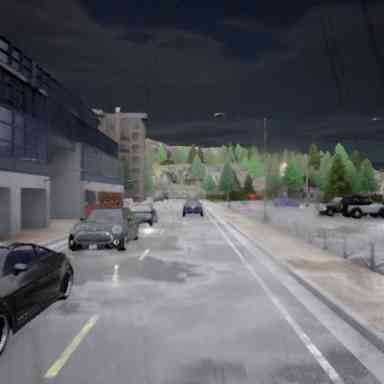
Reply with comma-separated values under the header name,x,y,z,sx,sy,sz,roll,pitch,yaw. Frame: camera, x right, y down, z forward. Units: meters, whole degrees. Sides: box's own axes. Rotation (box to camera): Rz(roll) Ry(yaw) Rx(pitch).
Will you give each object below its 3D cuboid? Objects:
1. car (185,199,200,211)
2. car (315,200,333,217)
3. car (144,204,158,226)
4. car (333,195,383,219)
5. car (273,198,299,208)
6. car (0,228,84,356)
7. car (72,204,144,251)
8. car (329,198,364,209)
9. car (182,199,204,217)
name,x,y,z,sx,sy,sz,roll,pitch,yaw
car,0.065,1.765,45.052,2.033,1.411,5.357,0,0,0
car,13.736,1.256,30.282,4.605,1.855,1.932,0,0,0
car,-3.589,1.643,24.484,1.812,1.442,4.674,0,0,0
car,14.150,1.222,27.376,3.866,1.878,1.905,0,0,0
car,13.863,1.623,48.864,3.633,1.501,1.845,0,0,0
car,-3.598,1.591,5.711,1.994,1.385,4.181,0,0,0
car,-3.601,1.421,14.363,2.097,1.767,4.553,0,0,0
car,21.285,1.618,45.888,3.806,1.475,1.970,0,0,0
car,0.086,1.514,33.789,2.097,1.767,4.553,0,0,0
